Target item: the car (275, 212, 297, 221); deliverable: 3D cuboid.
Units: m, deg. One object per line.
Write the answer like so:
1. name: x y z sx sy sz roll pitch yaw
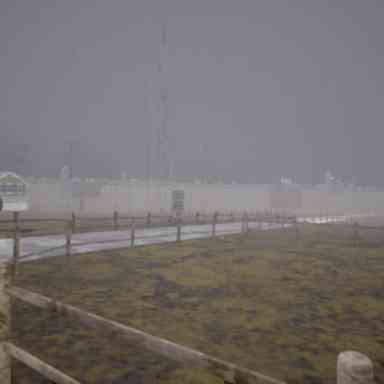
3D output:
1. car: 14.093 3.682 50.014 1.895 1.301 4.718 1 -2 35
